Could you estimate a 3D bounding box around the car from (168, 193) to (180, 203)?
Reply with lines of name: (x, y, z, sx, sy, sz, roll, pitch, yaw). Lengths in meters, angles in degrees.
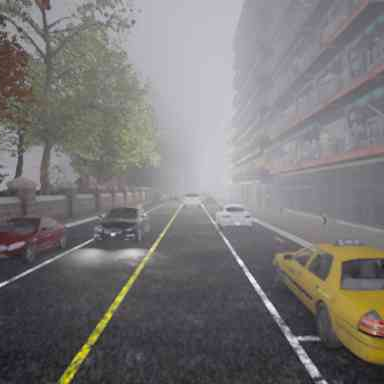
car: (-2.982, 1.070, 57.211, 1.895, 1.301, 4.718, 0, 0, 0)

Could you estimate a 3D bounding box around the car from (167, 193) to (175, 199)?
car: (-5.663, 1.033, 90.127, 1.752, 1.417, 4.829, 0, 0, 0)

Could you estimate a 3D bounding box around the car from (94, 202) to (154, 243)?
car: (-3.096, 1.408, 15.441, 1.837, 1.490, 4.892, 0, 0, 0)

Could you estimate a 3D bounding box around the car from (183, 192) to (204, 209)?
car: (0.038, 0.980, 40.526, 2.150, 2.045, 5.566, 0, 1, 1)

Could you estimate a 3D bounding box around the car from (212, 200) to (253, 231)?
car: (2.358, 1.404, 19.494, 1.812, 1.442, 4.674, 0, 0, 0)

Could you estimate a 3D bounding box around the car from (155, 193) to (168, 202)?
car: (-5.672, 1.084, 62.145, 1.967, 1.590, 4.097, 0, 0, 0)

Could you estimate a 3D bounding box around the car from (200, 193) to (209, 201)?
car: (2.712, 1.028, 73.405, 1.967, 1.590, 4.097, 0, 0, 0)

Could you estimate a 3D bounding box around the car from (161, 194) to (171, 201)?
car: (-5.668, 1.138, 73.407, 2.008, 1.369, 4.403, 0, 0, 0)

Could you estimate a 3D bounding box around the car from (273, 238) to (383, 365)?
car: (2.692, 1.487, 6.012, 1.752, 1.417, 4.829, 0, 0, 0)

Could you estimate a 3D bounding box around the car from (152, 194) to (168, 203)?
car: (-5.674, 1.112, 56.517, 1.967, 1.590, 4.097, 0, 0, 0)

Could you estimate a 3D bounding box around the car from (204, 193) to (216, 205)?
car: (2.706, 1.246, 50.884, 1.887, 1.381, 4.507, 0, 0, 0)

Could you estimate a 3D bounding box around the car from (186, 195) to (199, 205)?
car: (0.017, 1.233, 54.005, 2.033, 1.411, 5.357, 0, 0, 0)

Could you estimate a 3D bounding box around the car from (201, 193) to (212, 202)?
car: (2.709, 1.084, 62.143, 1.967, 1.590, 4.097, 0, 0, 0)

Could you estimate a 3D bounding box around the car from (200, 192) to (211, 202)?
car: (2.709, 0.931, 67.773, 2.192, 1.841, 5.009, 0, 0, 0)

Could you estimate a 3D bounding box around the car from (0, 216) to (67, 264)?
car: (-5.687, 1.509, 11.475, 1.802, 1.307, 4.206, 0, 0, 0)
